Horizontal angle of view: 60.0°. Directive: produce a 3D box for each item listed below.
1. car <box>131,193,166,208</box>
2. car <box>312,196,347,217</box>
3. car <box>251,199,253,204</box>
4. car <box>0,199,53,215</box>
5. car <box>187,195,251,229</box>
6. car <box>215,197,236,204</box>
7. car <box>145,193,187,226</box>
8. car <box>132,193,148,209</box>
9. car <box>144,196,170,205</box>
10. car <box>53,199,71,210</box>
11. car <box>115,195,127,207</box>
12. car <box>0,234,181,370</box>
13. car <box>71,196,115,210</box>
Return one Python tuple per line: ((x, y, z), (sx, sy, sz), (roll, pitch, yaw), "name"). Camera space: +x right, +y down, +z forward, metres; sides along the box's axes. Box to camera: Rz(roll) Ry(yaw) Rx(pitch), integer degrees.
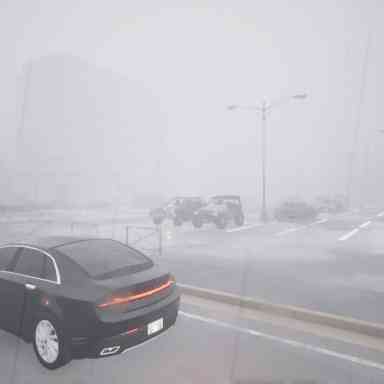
((-6.600, 1.221, 50.875), (2.150, 2.045, 5.566), (0, 0, 34), "car")
((13.761, 1.395, 33.160), (1.970, 1.475, 3.806), (0, 0, 34), "car")
((9.855, 1.505, 62.469), (1.837, 1.490, 4.892), (0, 0, 34), "car")
((-17.489, 1.601, 34.753), (1.895, 1.301, 4.718), (0, 0, 34), "car")
((1.714, 1.156, 20.226), (1.905, 1.878, 3.866), (0, 0, 34), "car")
((6.481, 1.601, 63.721), (1.895, 1.301, 4.718), (0, 0, 34), "car")
((-0.650, 1.153, 21.896), (1.932, 1.855, 4.605), (0, 0, 34), "car")
((-5.735, 1.221, 45.559), (2.150, 2.045, 5.566), (0, 0, 34), "car")
((-6.044, 1.526, 57.934), (1.812, 1.442, 4.674), (0, 0, 35), "car")
((-17.161, 1.547, 41.507), (2.033, 1.411, 5.357), (0, 0, 34), "car")
((-11.824, 1.352, 49.424), (2.097, 1.767, 4.553), (0, 0, 34), "car")
((-2.448, 1.505, 5.747), (4.892, 1.490, 1.837), (0, 0, 36), "car")
((-12.487, 1.526, 42.164), (1.812, 1.442, 4.674), (0, 0, 34), "car")
